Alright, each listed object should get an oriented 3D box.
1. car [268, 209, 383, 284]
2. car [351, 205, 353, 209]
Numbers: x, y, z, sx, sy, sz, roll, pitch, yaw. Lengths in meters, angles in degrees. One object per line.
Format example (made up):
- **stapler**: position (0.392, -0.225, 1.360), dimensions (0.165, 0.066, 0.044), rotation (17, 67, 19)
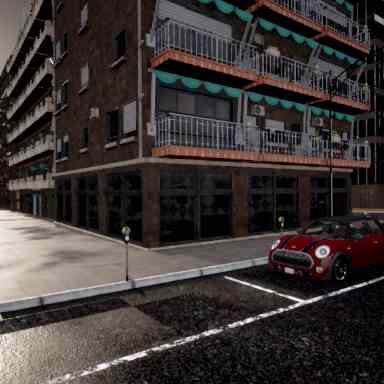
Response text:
- **car**: position (4.046, 1.439, 9.476), dimensions (4.097, 1.590, 1.967), rotation (0, -1, -36)
- **car**: position (17.738, 1.745, 41.600), dimensions (1.967, 1.590, 4.097), rotation (-2, 0, -36)
